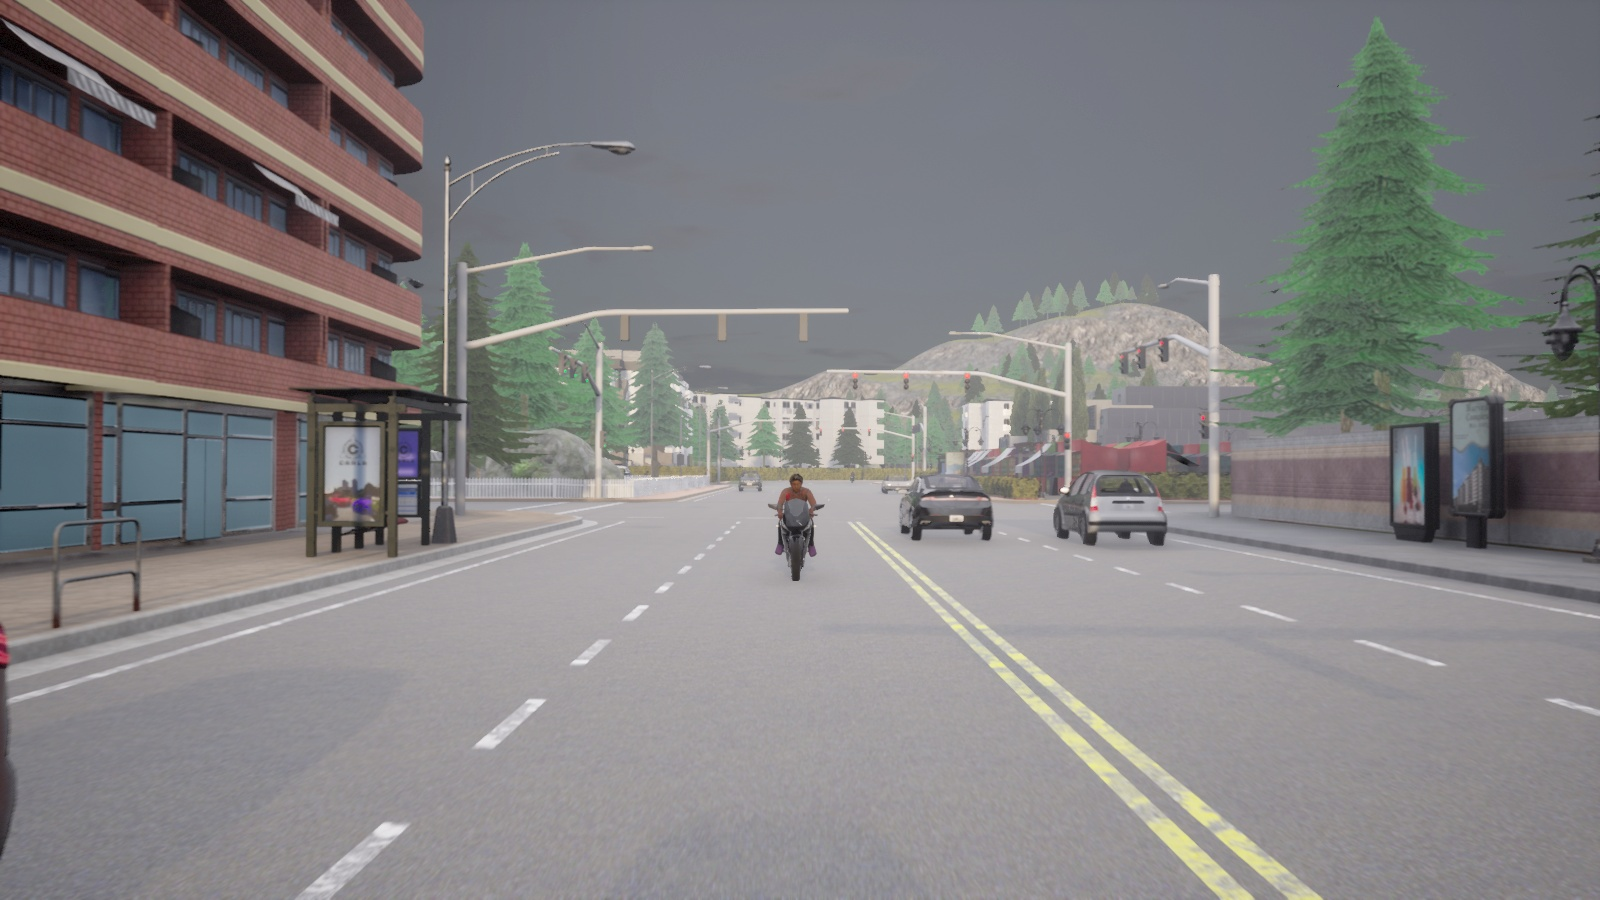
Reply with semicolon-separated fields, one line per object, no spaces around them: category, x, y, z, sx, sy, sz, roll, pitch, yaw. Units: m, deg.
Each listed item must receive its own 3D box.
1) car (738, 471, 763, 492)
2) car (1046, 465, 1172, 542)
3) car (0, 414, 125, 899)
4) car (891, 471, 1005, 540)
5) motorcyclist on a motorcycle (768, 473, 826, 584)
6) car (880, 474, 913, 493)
car;-3.739;2.402;95.208;1.789;1.549;3.705;0;-1;0
car;6.927;1.163;28.533;1.851;1.617;3.988;0;-1;0
car;-3.508;0.708;2.150;2.242;1.667;4.611;0;-1;0
car;3.424;1.259;29.948;2.128;1.511;4.902;0;-1;0
motorcyclist on a motorcycle;-0.046;1.104;18.325;0.797;1.523;2.044;0;-1;0
car;6.777;2.372;88.631;1.895;1.301;4.718;0;-1;0
